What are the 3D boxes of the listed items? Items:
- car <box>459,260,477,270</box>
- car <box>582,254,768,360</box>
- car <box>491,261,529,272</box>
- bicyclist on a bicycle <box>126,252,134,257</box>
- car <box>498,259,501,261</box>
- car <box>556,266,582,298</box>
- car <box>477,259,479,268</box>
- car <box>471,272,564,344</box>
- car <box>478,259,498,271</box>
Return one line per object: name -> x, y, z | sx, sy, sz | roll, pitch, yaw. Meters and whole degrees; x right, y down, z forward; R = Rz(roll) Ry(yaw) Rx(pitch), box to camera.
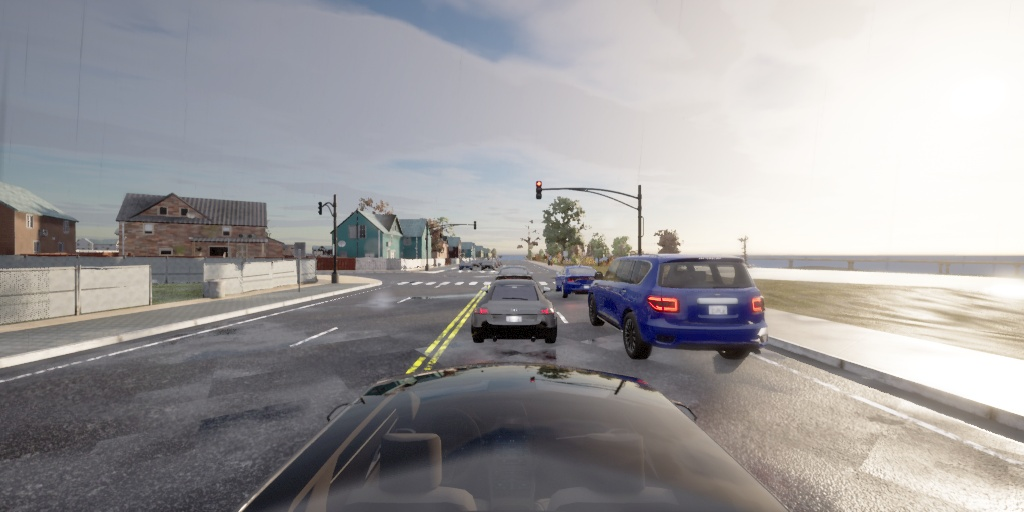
car -> -6.600, 1.325, 52.232 | 2.033, 1.411, 5.357 | 0, 0, -2
car -> 3.348, 0.971, 8.503 | 2.150, 2.045, 5.566 | 0, 0, 0
car -> 0.107, 1.228, 18.599 | 1.882, 1.535, 5.008 | 0, 0, 0
bicyclist on a bicycle -> -29.604, 0.544, 27.779 | 0.582, 1.620, 1.656 | 1, 0, -35
car -> -3.306, 1.315, 60.410 | 1.812, 1.442, 4.674 | 0, 0, 0
car -> 3.356, 1.228, 18.441 | 1.882, 1.535, 5.008 | 0, 0, 1
car -> -6.549, 1.340, 62.426 | 2.033, 1.411, 5.357 | 0, 0, 0
car -> 0.088, 1.314, 9.659 | 1.994, 1.385, 4.181 | 0, 0, 1
car -> -3.321, 1.281, 51.147 | 1.837, 1.490, 4.892 | 0, 0, 0
